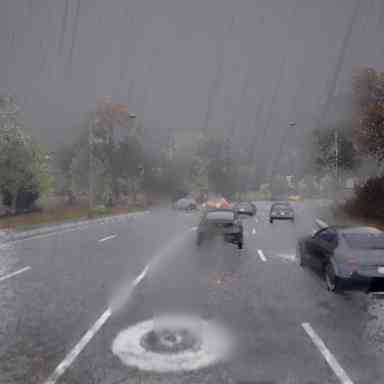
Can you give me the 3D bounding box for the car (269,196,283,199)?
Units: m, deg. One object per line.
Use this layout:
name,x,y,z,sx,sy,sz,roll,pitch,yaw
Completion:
car,18.691,1.529,73.766,1.895,1.301,4.718,1,0,36

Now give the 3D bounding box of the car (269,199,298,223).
car,6.925,1.562,25.672,2.033,1.411,5.357,0,0,14

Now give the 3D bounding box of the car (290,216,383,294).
car,4.153,1.574,8.804,1.994,1.385,4.181,0,0,5

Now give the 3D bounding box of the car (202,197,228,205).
car,2.555,1.334,36.147,2.097,1.767,4.553,0,0,19

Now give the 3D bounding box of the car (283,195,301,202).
car,22.168,1.433,72.550,1.882,1.535,5.008,1,0,36

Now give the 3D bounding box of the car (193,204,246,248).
car,1.329,1.500,14.831,1.837,1.490,4.892,0,0,8

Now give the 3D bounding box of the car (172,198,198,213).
car,-0.719,1.468,37.439,1.837,1.490,4.892,0,0,19

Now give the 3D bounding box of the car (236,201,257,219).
car,5.068,1.564,31.849,1.994,1.385,4.181,0,0,16
